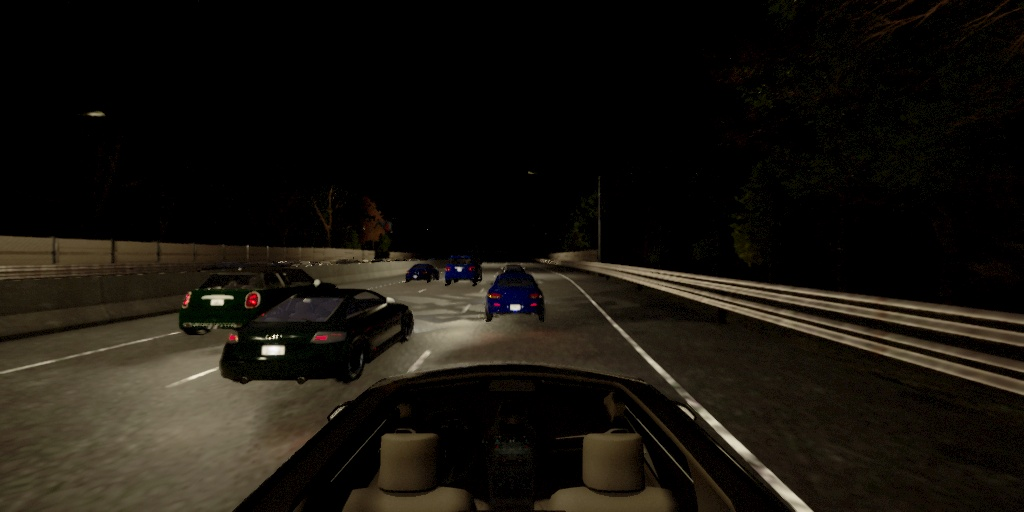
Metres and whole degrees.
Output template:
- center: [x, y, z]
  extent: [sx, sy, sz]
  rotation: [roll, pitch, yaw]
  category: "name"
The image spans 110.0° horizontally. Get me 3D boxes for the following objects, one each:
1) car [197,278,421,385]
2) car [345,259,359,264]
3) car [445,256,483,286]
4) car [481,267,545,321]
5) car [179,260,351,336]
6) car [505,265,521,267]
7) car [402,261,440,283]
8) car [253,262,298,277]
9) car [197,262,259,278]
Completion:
- center: [-3.415, 1.320, 7.153]
  extent: [1.994, 1.385, 4.181]
  rotation: [0, 0, 0]
  category: "car"
- center: [-17.572, 1.151, 37.520]
  extent: [2.097, 1.767, 4.553]
  rotation: [0, 0, 0]
  category: "car"
- center: [-3.396, 1.001, 25.864]
  extent: [2.150, 2.045, 5.566]
  rotation: [0, 0, 0]
  category: "car"
- center: [0.099, 1.287, 12.394]
  extent: [1.812, 1.442, 4.674]
  rotation: [0, 0, 0]
  category: "car"
- center: [-6.905, 1.110, 10.540]
  extent: [2.097, 1.767, 4.553]
  rotation: [0, 0, 0]
  category: "car"
- center: [0.104, 1.346, 27.486]
  extent: [1.994, 1.385, 4.181]
  rotation: [0, 0, 0]
  category: "car"
- center: [-6.894, 1.308, 27.882]
  extent: [1.812, 1.442, 4.674]
  rotation: [0, 0, 0]
  category: "car"
- center: [-24.571, 1.362, 37.444]
  extent: [1.994, 1.385, 4.181]
  rotation: [0, 0, 0]
  category: "car"
- center: [-28.003, 1.342, 35.632]
  extent: [2.033, 1.411, 5.357]
  rotation: [0, 0, -1]
  category: "car"
